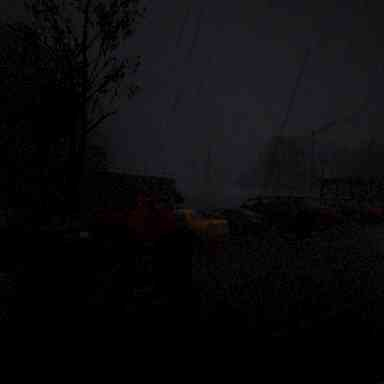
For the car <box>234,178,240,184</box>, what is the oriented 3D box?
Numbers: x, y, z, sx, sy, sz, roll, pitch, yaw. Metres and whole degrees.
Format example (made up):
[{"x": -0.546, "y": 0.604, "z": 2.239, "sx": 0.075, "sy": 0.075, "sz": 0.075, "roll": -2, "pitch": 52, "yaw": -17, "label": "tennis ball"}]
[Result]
[{"x": 11.069, "y": -2.318, "z": 75.343, "sx": 2.002, "sy": 1.452, "sz": 4.674, "roll": 7, "pitch": 3, "yaw": 35, "label": "car"}]

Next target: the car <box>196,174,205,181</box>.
[{"x": 4.118, "y": -3.700, "z": 85.117, "sx": 2.435, "sy": 2.045, "sz": 5.566, "roll": 7, "pitch": 3, "yaw": 34, "label": "car"}]

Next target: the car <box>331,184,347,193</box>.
[{"x": 24.906, "y": -0.427, "z": 55.603, "sx": 2.435, "sy": 2.045, "sz": 5.566, "roll": 7, "pitch": 3, "yaw": 35, "label": "car"}]

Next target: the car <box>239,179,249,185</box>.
[{"x": 12.811, "y": -2.045, "z": 72.880, "sx": 2.002, "sy": 1.452, "sz": 4.674, "roll": 7, "pitch": 4, "yaw": 35, "label": "car"}]

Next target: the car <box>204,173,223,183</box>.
[{"x": 5.968, "y": -3.177, "z": 82.856, "sx": 1.946, "sy": 1.575, "sz": 5.366, "roll": 7, "pitch": 3, "yaw": 34, "label": "car"}]

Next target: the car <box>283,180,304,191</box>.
[{"x": 19.700, "y": -0.994, "z": 62.991, "sx": 2.231, "sy": 1.521, "sz": 4.892, "roll": 7, "pitch": 3, "yaw": 35, "label": "car"}]

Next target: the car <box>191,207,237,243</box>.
[{"x": -0.809, "y": 1.502, "z": 16.141, "sx": 5.366, "sy": 1.575, "sz": 1.946, "roll": -1, "pitch": -1, "yaw": 35, "label": "car"}]

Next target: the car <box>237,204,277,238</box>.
[{"x": 1.799, "y": 1.548, "z": 17.767, "sx": 4.674, "sy": 1.452, "sz": 2.002, "roll": -1, "pitch": -1, "yaw": 35, "label": "car"}]

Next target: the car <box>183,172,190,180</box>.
[{"x": 0.597, "y": -4.086, "z": 90.055, "sx": 2.185, "sy": 1.767, "sz": 4.553, "roll": 4, "pitch": 1, "yaw": 33, "label": "car"}]

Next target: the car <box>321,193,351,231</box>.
[{"x": 6.741, "y": 1.266, "z": 21.227, "sx": 5.566, "sy": 2.045, "sz": 2.435, "roll": -1, "pitch": -1, "yaw": 35, "label": "car"}]

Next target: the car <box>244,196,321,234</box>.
[{"x": 4.227, "y": 1.262, "z": 19.524, "sx": 5.566, "sy": 2.045, "sz": 2.435, "roll": -1, "pitch": -1, "yaw": 35, "label": "car"}]

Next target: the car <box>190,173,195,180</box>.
[{"x": 2.325, "y": -3.851, "z": 87.584, "sx": 2.185, "sy": 1.767, "sz": 4.553, "roll": 6, "pitch": 3, "yaw": 34, "label": "car"}]

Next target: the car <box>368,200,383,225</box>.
[{"x": 11.691, "y": 1.402, "z": 24.645, "sx": 4.553, "sy": 1.767, "sz": 2.185, "roll": -1, "pitch": -1, "yaw": 35, "label": "car"}]

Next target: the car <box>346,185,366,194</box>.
[{"x": 26.596, "y": 0.135, "z": 53.130, "sx": 2.002, "sy": 1.452, "sz": 4.674, "roll": 7, "pitch": 3, "yaw": 35, "label": "car"}]

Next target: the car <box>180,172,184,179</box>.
[{"x": -1.174, "y": -4.363, "z": 92.403, "sx": 2.435, "sy": 2.045, "sz": 5.566, "roll": 1, "pitch": -1, "yaw": 34, "label": "car"}]

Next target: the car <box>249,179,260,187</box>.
[{"x": 14.641, "y": -1.813, "z": 70.559, "sx": 1.946, "sy": 1.575, "sz": 5.366, "roll": 7, "pitch": 3, "yaw": 35, "label": "car"}]

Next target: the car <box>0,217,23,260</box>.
[{"x": -7.996, "y": 1.493, "z": 10.826, "sx": 4.892, "sy": 1.521, "sz": 2.231, "roll": -1, "pitch": -1, "yaw": 35, "label": "car"}]

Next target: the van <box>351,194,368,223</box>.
[{"x": 9.281, "y": 1.296, "z": 22.896, "sx": 4.442, "sy": 1.987, "sz": 1.878, "roll": -1, "pitch": -1, "yaw": 35, "label": "van"}]

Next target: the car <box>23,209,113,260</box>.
[{"x": -5.575, "y": 1.523, "z": 12.571, "sx": 4.792, "sy": 1.488, "sz": 2.163, "roll": -1, "pitch": -1, "yaw": 35, "label": "car"}]

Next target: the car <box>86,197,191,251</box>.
[{"x": -3.129, "y": 1.247, "z": 14.315, "sx": 5.566, "sy": 2.045, "sz": 2.435, "roll": -1, "pitch": -1, "yaw": 35, "label": "car"}]

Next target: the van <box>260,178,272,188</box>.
[{"x": 16.214, "y": -1.765, "z": 67.827, "sx": 1.878, "sy": 1.987, "sz": 4.442, "roll": 7, "pitch": 4, "yaw": 35, "label": "van"}]

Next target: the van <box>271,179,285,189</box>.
[{"x": 17.941, "y": -1.492, "z": 65.355, "sx": 1.878, "sy": 1.987, "sz": 4.442, "roll": 7, "pitch": 4, "yaw": 35, "label": "van"}]
